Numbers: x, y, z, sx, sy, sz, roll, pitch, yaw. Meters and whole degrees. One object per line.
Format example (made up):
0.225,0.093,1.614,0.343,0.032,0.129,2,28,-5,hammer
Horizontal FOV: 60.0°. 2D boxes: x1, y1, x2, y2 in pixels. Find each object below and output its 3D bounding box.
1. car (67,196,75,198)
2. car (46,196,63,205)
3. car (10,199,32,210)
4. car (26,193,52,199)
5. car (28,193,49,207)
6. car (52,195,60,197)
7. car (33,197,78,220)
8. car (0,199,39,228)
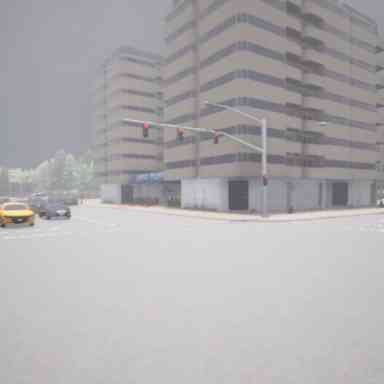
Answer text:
-19.036,1.427,51.302,2.128,1.511,4.902,0,0,-35,car
-24.361,1.440,58.928,1.837,1.490,4.892,0,0,-34,car
-22.641,1.570,43.910,1.895,1.301,4.718,0,0,-35,car
-16.793,1.322,35.511,2.097,1.767,4.553,0,0,-35,car
-24.534,1.173,53.055,2.150,2.045,5.566,0,0,-35,car
-18.972,1.304,45.094,2.097,1.767,4.553,0,0,-35,car
-11.609,1.461,28.079,2.128,1.511,4.902,0,0,-35,car
-12.031,1.464,22.567,1.882,1.535,5.008,0,0,-35,car
